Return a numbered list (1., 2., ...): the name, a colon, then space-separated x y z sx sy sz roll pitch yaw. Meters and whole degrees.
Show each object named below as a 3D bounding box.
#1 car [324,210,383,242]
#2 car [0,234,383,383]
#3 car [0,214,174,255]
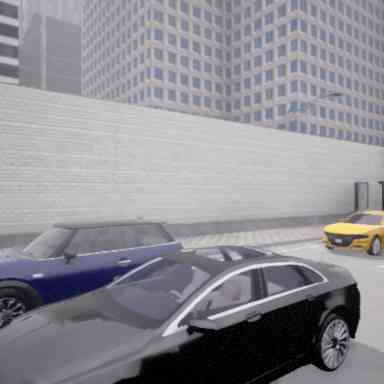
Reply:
1. car: 7.332 1.514 13.484 5.008 1.535 1.882 0 0 -35
2. car: 0.151 1.498 4.094 4.902 1.511 2.128 0 0 -35
3. car: -2.269 1.357 6.667 4.553 1.767 2.097 0 0 -35
